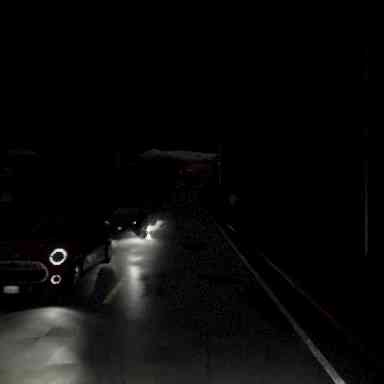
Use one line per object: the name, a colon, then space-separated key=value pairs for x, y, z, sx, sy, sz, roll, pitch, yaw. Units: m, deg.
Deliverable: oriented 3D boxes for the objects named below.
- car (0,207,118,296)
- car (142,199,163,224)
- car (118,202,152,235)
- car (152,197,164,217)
car: x=-3.609 y=1.360 z=8.884 sx=2.097 sy=1.767 sz=4.553 roll=0 pitch=0 yaw=0
car: x=-3.531 y=1.568 z=24.571 sx=1.994 sy=1.385 sz=4.181 roll=0 pitch=3 yaw=0
car: x=-3.612 y=1.541 z=18.906 sx=1.812 sy=1.442 sz=4.674 roll=0 pitch=0 yaw=0
car: x=-3.598 y=1.398 z=28.849 sx=2.097 sy=1.767 sz=4.553 roll=0 pitch=1 yaw=0
